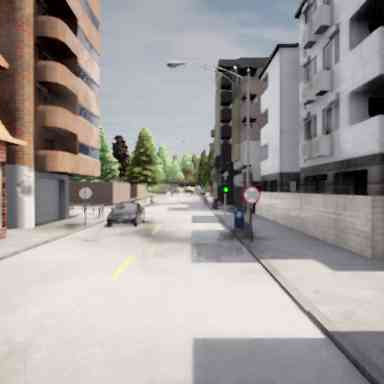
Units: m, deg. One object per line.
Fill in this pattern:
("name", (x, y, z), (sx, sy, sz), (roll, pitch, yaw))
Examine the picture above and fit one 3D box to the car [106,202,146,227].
("car", (-4.064, 1.350, 21.206), (1.812, 1.442, 4.674), (0, 0, 0))
